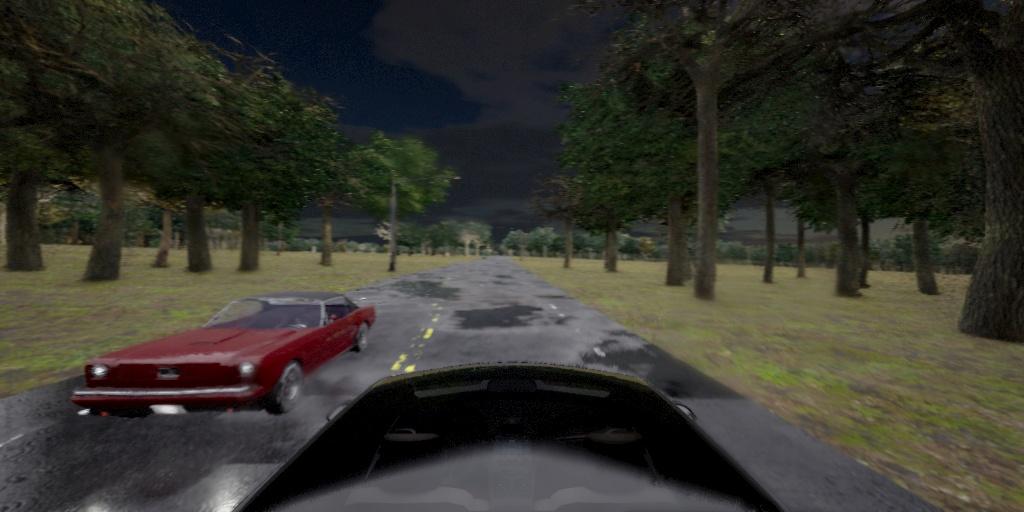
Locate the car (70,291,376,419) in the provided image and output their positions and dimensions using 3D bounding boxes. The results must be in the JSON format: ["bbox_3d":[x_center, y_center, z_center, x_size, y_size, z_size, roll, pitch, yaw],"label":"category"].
[{"bbox_3d":[-3.817,1.305,5.948,1.895,1.301,4.718,1,0,-6],"label":"car"}]
